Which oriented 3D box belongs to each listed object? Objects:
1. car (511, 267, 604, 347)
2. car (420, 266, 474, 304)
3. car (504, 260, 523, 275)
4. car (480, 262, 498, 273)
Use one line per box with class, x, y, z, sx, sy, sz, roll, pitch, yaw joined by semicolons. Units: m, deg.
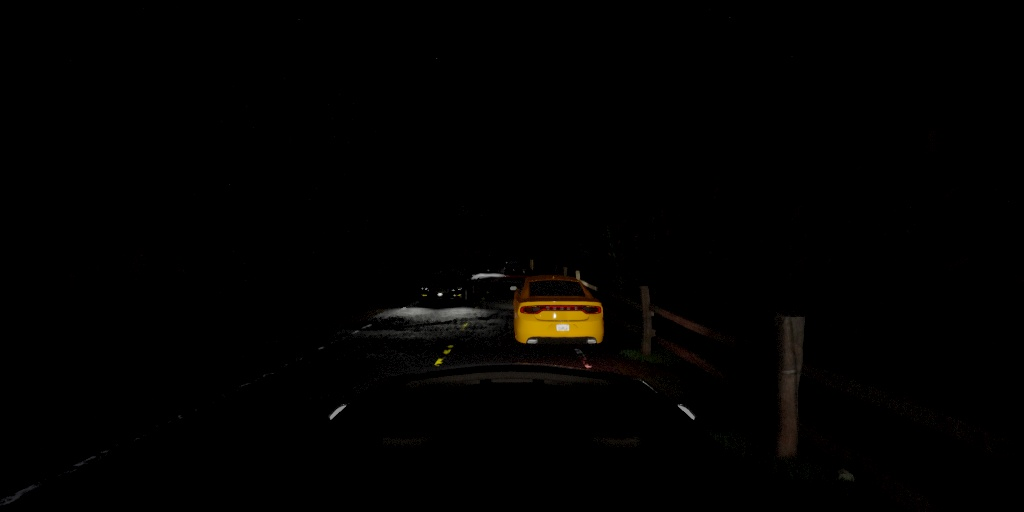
car;0.982;1.227;9.367;1.882;1.535;5.008;0;0;0
car;-2.816;1.251;16.455;1.837;1.490;4.892;0;0;0
car;0.165;1.219;38.340;2.128;1.511;4.902;0;0;0
car;-2.657;1.322;42.383;1.895;1.301;4.718;0;0;0
